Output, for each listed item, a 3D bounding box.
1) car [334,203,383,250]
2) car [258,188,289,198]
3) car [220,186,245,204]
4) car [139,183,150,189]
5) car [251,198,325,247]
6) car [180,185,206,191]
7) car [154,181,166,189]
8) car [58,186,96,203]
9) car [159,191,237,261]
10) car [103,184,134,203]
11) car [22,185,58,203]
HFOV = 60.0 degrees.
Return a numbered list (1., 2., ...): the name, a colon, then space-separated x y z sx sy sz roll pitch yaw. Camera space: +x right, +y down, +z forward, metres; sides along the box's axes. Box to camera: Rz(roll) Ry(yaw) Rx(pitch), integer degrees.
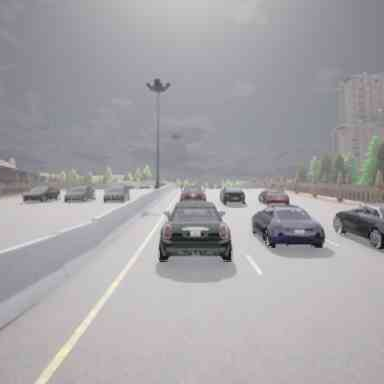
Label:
1. car: 7.097 1.143 12.593 2.128 1.511 4.902 0 3 0
2. car: 7.094 0.366 29.132 1.994 1.385 4.181 0 3 0
3. car: 3.594 0.231 30.066 1.882 1.535 5.008 0 3 0
4. car: -10.513 -1.215 73.609 1.812 1.442 4.674 0 -1 0
5. car: 3.597 1.190 13.100 1.994 1.385 4.181 0 3 0
6. car: 0.094 0.205 28.124 2.097 1.767 4.553 0 3 0
7. car: -7.013 -1.515 73.587 2.150 2.045 5.566 0 -1 0
8. car: -10.602 0.175 31.668 1.837 1.490 4.892 0 3 0
9. car: 0.097 1.065 11.298 2.097 1.767 4.553 0 3 0
10. car: -7.102 0.174 31.686 1.837 1.490 4.892 0 3 0
11. car: -14.102 0.161 31.422 1.882 1.535 5.008 0 3 0
